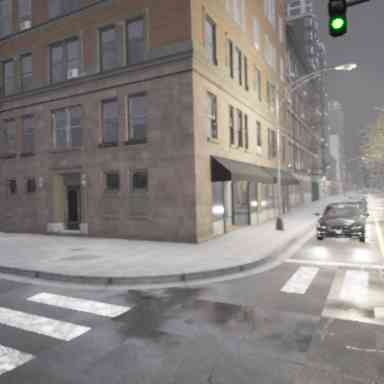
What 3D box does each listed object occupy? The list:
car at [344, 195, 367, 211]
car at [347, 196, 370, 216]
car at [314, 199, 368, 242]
[{"bbox_3d":[16.240,1.032,32.988,1.895,1.301,4.718,-2,0,28],"label":"car"},{"bbox_3d":[11.494,1.195,23.961,1.895,1.301,4.718,-2,0,29],"label":"car"},{"bbox_3d":[6.779,1.263,14.997,1.837,1.490,4.892,-2,0,28],"label":"car"}]
